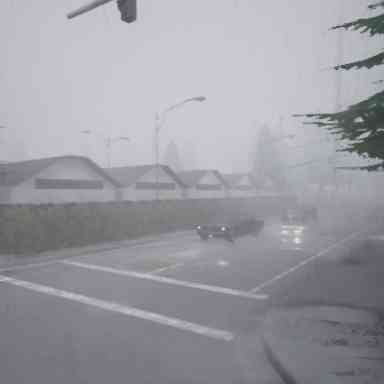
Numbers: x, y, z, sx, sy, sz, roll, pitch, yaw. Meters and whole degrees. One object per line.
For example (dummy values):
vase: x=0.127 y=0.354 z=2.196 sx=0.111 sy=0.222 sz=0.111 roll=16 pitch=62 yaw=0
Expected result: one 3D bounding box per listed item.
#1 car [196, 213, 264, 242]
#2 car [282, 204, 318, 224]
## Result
car: x=2.201 y=1.893 z=18.433 sx=1.895 sy=1.301 sz=4.718 roll=-1 pitch=0 yaw=36
car: x=9.126 y=1.767 z=28.005 sx=2.128 sy=1.511 sz=4.902 roll=-1 pitch=0 yaw=36
